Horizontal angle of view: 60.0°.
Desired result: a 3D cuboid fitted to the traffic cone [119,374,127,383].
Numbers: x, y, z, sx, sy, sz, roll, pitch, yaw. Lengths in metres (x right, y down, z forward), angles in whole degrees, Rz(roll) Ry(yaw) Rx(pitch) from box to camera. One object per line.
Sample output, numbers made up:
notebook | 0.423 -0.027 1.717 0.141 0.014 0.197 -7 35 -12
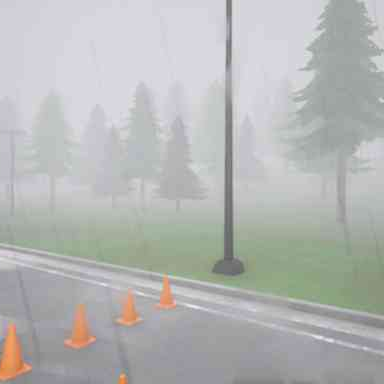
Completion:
traffic cone | -0.627 1.953 3.008 0.340 0.580 0.340 0 0 36

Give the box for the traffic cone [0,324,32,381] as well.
traffic cone | -2.255 1.950 4.170 0.340 0.580 0.340 0 0 36

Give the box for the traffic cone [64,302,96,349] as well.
traffic cone | -1.674 1.950 4.984 0.340 0.580 0.340 0 0 36

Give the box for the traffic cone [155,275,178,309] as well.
traffic cone | -0.511 1.950 6.611 0.340 0.580 0.340 0 0 36

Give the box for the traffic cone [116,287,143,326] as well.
traffic cone | -1.092 1.950 5.798 0.340 0.580 0.340 0 0 36
